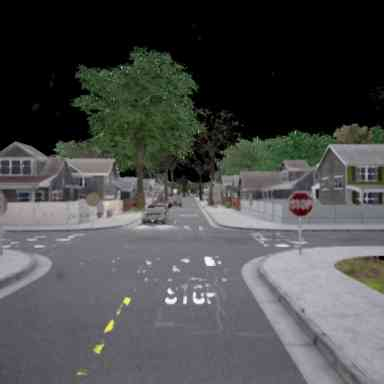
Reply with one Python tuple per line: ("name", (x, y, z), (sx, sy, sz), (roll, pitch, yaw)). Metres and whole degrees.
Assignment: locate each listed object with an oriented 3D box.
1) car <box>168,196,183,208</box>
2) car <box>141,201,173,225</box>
("car", (-2.754, 1.684, 56.816), (2.150, 2.045, 5.566), (0, 0, 0))
("car", (-2.778, 1.764, 26.172), (1.837, 1.490, 4.892), (0, 1, 1))
